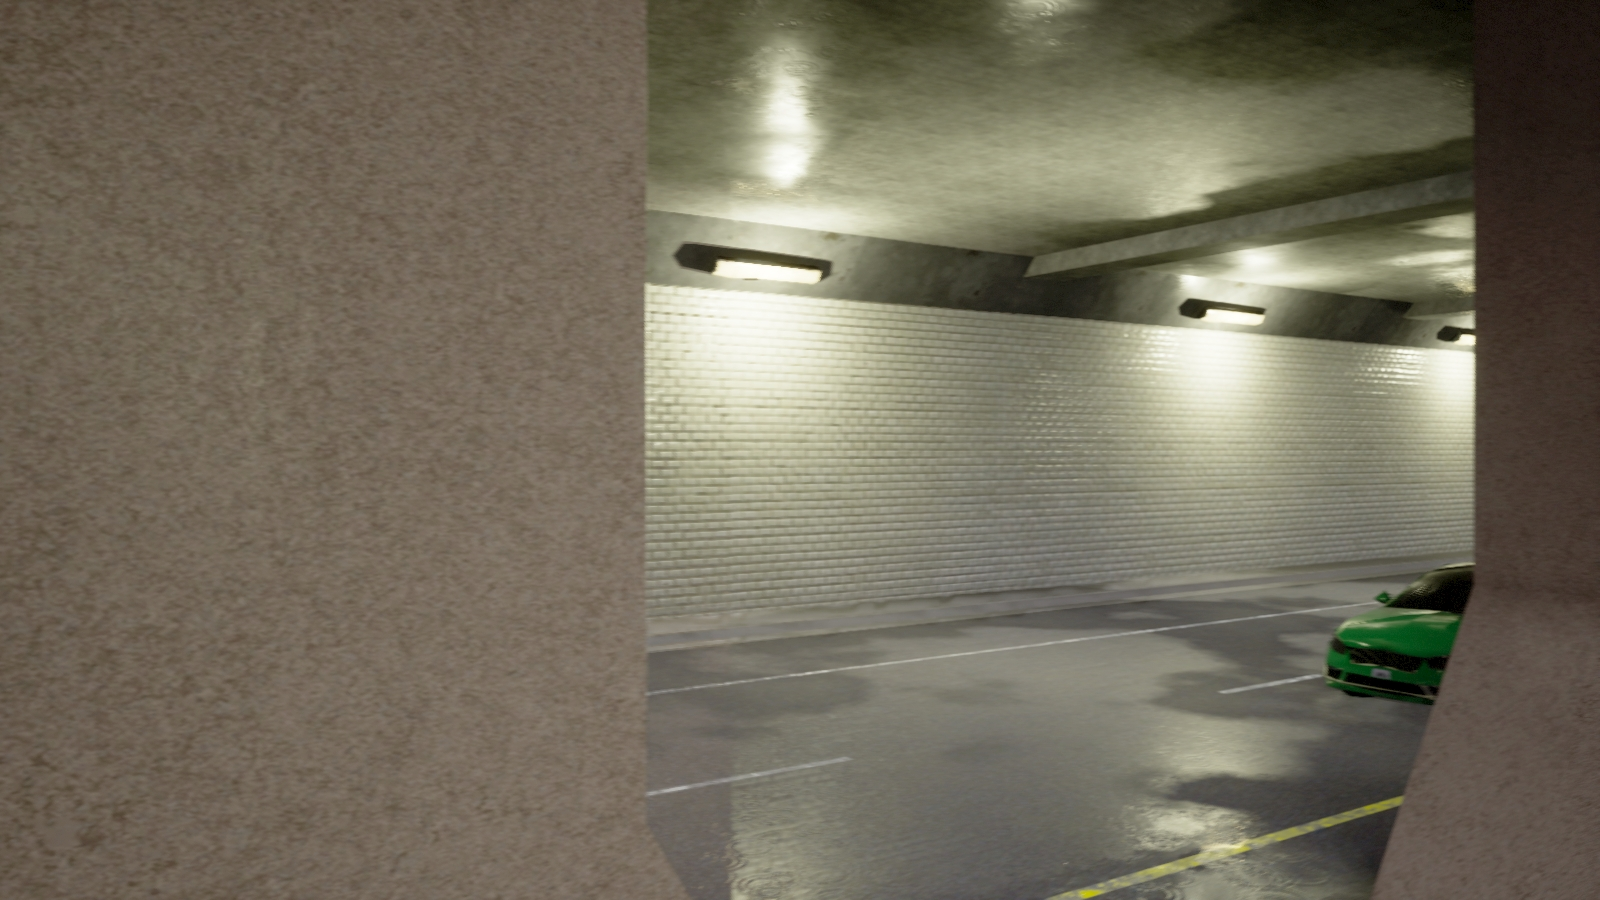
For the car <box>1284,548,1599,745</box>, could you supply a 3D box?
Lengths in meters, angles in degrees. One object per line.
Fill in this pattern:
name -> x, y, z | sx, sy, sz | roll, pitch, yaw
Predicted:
car -> 8.054, 2.060, 13.092 | 4.892, 1.480, 2.231 | 0, 0, -32
